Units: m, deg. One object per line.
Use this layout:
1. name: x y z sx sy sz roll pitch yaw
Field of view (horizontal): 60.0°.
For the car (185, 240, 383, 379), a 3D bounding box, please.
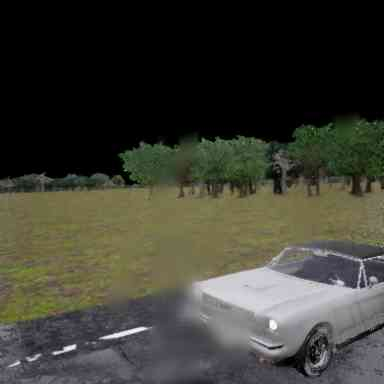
1. car: 2.240 1.579 5.591 4.718 1.301 1.895 0 0 -35
